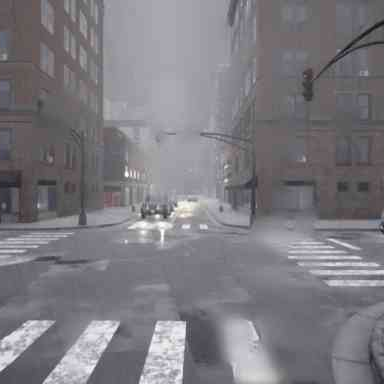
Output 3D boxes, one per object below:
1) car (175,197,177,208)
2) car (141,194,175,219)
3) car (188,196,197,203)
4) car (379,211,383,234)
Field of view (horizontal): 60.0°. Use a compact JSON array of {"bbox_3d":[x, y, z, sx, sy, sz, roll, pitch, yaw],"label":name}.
[{"bbox_3d":[-3.122,1.537,39.422,1.812,1.442,4.674,0,0,0],"label":"car"},{"bbox_3d":[-3.102,1.229,29.748,2.150,2.045,5.566,0,0,2],"label":"car"},{"bbox_3d":[0.067,1.503,69.997,2.128,1.511,4.902,0,0,0],"label":"car"},{"bbox_3d":[11.040,1.614,14.647,4.718,1.301,1.895,0,0,2],"label":"car"}]
